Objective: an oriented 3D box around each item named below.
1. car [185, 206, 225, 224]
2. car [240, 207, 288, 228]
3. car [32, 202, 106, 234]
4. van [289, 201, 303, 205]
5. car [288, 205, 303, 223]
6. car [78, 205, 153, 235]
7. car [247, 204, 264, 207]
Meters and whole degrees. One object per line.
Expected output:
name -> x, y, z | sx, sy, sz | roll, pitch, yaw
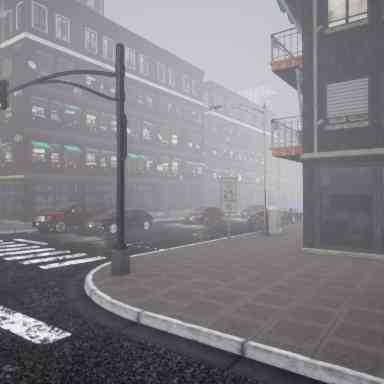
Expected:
car -> 1.294, 2.020, 29.803 | 1.812, 1.442, 4.674 | 0, -1, 35
car -> 5.758, 2.048, 26.174 | 1.802, 1.307, 4.206 | -2, -2, 35
car -> -7.647, 1.603, 21.641 | 2.192, 1.841, 5.009 | -1, -2, 35
van -> 18.527, 2.463, 58.822 | 1.690, 1.788, 3.998 | -2, -2, 35
car -> 9.030, 2.120, 30.824 | 2.008, 1.369, 4.403 | -2, -2, 35
car -> -4.561, 1.814, 21.500 | 1.837, 1.490, 4.892 | 0, -1, 35
car -> 7.270, 2.189, 38.280 | 1.837, 1.490, 4.892 | 0, -1, 36
